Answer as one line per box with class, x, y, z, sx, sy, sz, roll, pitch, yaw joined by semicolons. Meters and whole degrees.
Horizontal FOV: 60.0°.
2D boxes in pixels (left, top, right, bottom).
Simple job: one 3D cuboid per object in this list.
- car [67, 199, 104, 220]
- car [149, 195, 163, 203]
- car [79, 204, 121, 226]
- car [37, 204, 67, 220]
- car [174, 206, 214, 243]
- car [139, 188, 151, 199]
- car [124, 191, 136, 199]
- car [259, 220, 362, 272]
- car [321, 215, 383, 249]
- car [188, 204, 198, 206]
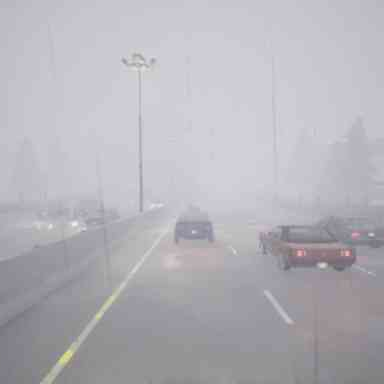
car;-10.582;1.730;34.560;2.150;2.045;5.566;0;-1;0
car;-7.024;1.471;68.128;1.895;1.301;4.718;0;4;0
car;-7.100;1.941;27.026;2.033;1.411;5.357;0;-1;0
car;-14.089;1.993;34.212;2.128;1.511;4.902;0;-1;0
car;0.093;1.732;17.705;1.882;1.535;5.008;0;-1;0
car;-10.525;0.318;75.537;2.150;2.045;5.566;0;6;0
car;-14.025;0.612;75.602;1.812;1.442;4.674;0;6;0
car;3.596;1.760;11.389;1.895;1.301;4.718;0;-1;0
car;7.094;1.771;15.658;2.033;1.411;5.357;0;-1;0
car;0.086;2.136;39.063;1.994;1.385;4.181;0;-1;0
